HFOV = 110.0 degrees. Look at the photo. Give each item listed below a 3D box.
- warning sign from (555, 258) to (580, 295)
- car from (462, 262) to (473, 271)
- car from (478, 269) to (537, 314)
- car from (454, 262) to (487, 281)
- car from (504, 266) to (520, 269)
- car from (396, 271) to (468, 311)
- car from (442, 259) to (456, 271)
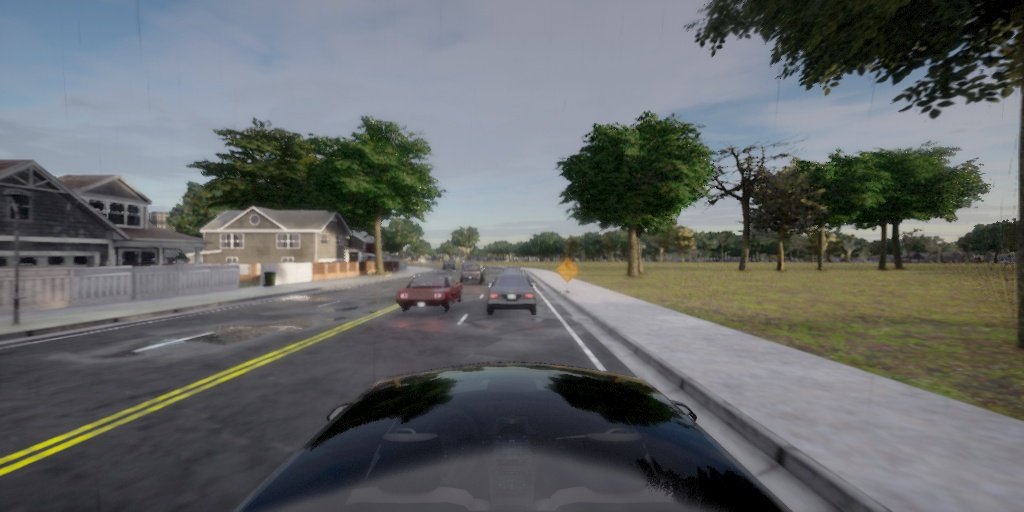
[{"bbox_3d":[2.849,1.022,18.474,1.300,1.860,1.060,0,0,0],"label":"warning sign"},{"bbox_3d":[-8.081,1.820,64.810,1.837,1.490,4.892,0,0,-10],"label":"car"},{"bbox_3d":[0.009,1.416,14.380,2.033,1.411,5.357,0,-1,1],"label":"car"},{"bbox_3d":[-3.227,1.508,30.361,2.128,1.511,4.902,0,0,1],"label":"car"},{"bbox_3d":[0.009,1.553,29.354,2.033,1.411,5.357,0,-1,0],"label":"car"},{"bbox_3d":[-3.231,1.476,15.097,1.895,1.301,4.718,0,-1,1],"label":"car"},{"bbox_3d":[-11.273,1.541,64.351,2.150,2.045,5.566,0,0,-10],"label":"car"}]
